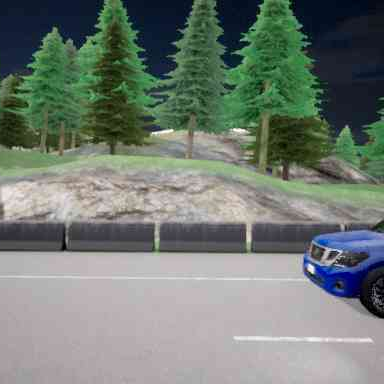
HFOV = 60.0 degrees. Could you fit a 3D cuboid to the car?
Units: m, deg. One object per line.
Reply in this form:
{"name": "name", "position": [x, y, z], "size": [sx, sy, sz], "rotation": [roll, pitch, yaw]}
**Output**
{"name": "car", "position": [5.249, 1.235, 6.823], "size": [5.566, 2.045, 2.150], "rotation": [0, 0, 2]}
